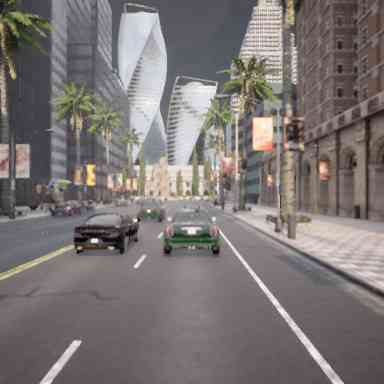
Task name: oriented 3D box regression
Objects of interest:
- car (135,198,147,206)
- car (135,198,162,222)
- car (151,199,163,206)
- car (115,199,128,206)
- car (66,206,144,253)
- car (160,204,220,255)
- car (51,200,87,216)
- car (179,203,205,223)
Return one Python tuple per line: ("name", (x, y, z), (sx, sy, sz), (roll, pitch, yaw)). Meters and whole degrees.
("car", (-10.955, 2.156, 71.127), (1.837, 1.490, 4.892), (0, -1, -1))
("car", (-3.491, 1.621, 29.057), (2.097, 1.767, 4.553), (0, -1, 0))
("car", (-7.456, 2.182, 71.168), (2.128, 1.511, 4.902), (0, -1, -1))
("car", (-13.980, 2.092, 65.839), (2.231, 1.521, 4.892), (0, -1, -1))
("car", (-3.507, 1.613, 14.448), (1.882, 1.535, 5.008), (0, 0, 0))
("car", (-0.010, 1.482, 14.066), (2.097, 1.767, 4.553), (0, -1, 0))
("car", (-13.650, 1.693, 36.468), (2.185, 1.767, 4.553), (0, -1, -1))
("car", (0.010, 1.765, 29.251), (2.128, 1.511, 4.902), (0, 0, 0))
